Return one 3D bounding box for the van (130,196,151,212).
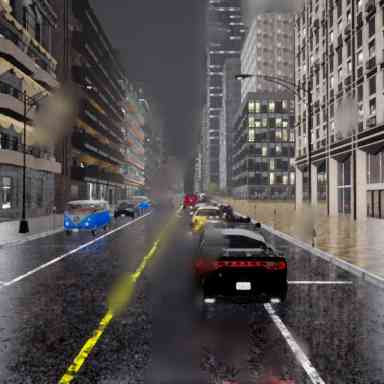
[{"bbox_3d":[-5.704,1.340,35.439,1.690,1.788,3.998,1,0,0],"label":"van"}]

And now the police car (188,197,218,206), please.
[{"bbox_3d":[0.877,1.427,24.364,1.930,1.638,5.238,0,0,0],"label":"police car"}]

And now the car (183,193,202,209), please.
[{"bbox_3d":[-0.032,1.213,45.673,2.150,2.045,5.566,0,0,1],"label":"car"}]

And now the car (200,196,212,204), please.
[{"bbox_3d":[2.647,1.523,63.821,2.008,1.369,4.403,1,0,0],"label":"car"}]

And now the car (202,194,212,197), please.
[{"bbox_3d":[2.656,1.294,58.123,2.192,1.841,5.009,1,0,0],"label":"car"}]

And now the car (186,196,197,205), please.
[{"bbox_3d":[-0.054,1.483,58.703,1.837,1.490,4.892,0,0,0],"label":"car"}]

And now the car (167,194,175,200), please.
[{"bbox_3d":[-5.757,1.372,92.427,1.967,1.590,4.097,1,0,0],"label":"car"}]

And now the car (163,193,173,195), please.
[{"bbox_3d":[-5.739,1.273,75.331,2.192,1.841,5.009,1,0,0],"label":"car"}]

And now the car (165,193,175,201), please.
[{"bbox_3d":[-5.749,1.256,86.727,2.192,1.841,5.009,1,0,0],"label":"car"}]

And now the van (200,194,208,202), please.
[{"bbox_3d":[2.650,1.299,75.217,1.690,1.788,3.998,1,0,0],"label":"van"}]

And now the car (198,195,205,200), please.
[{"bbox_3d":[2.588,1.514,92.310,1.802,1.307,4.206,1,0,0],"label":"car"}]

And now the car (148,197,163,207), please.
[{"bbox_3d":[-5.724,1.567,52.534,1.802,1.307,4.206,1,0,0],"label":"car"}]

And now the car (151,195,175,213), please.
[{"bbox_3d":[-3.035,1.475,37.210,1.882,1.535,5.008,0,0,0],"label":"car"}]

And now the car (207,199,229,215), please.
[{"bbox_3d":[2.672,1.549,35.330,2.008,1.369,4.403,1,0,0],"label":"car"}]

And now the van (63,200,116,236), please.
[{"bbox_3d":[-5.689,1.344,18.341,1.690,1.788,3.998,1,0,0],"label":"van"}]

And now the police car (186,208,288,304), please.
[{"bbox_3d":[0.891,1.428,8.361,1.930,1.638,5.238,0,0,0],"label":"police car"}]

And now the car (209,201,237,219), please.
[{"bbox_3d":[2.677,1.552,29.633,2.008,1.369,4.403,1,0,0],"label":"car"}]

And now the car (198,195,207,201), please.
[{"bbox_3d":[2.607,1.516,80.914,1.947,1.339,4.313,1,0,0],"label":"car"}]

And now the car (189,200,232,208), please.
[{"bbox_3d":[0.882,1.458,18.444,1.801,1.575,5.366,0,0,0],"label":"car"}]

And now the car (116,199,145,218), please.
[{"bbox_3d":[-5.704,1.567,29.742,1.947,1.339,4.313,1,0,0],"label":"car"}]
